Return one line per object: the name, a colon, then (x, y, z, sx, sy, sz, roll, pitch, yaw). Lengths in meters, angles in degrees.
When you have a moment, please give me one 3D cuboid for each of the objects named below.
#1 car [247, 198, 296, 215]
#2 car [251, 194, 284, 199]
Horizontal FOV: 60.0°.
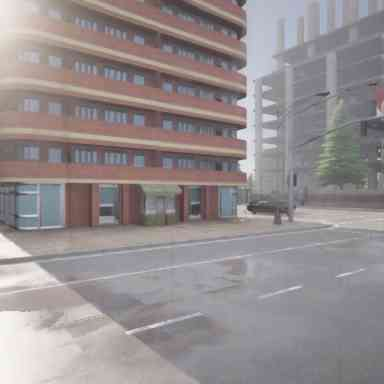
car: (7.687, 1.601, 32.712, 1.895, 1.301, 4.718, 0, 0, -36)
car: (8.845, 1.222, 37.055, 2.150, 2.045, 5.566, 0, 0, -36)
